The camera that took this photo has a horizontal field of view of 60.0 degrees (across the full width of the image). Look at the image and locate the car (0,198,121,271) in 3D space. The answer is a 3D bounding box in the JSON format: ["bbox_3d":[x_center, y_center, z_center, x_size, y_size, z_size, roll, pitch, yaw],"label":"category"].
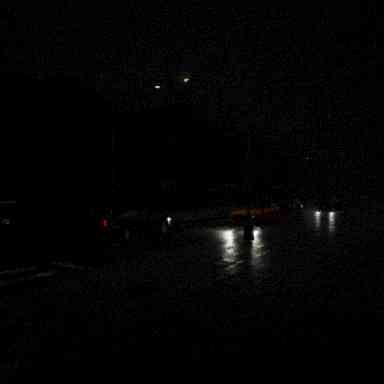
[{"bbox_3d":[-4.892,1.205,9.282,2.150,2.045,5.566,0,0,35],"label":"car"}]

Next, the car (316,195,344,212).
[{"bbox_3d":[15.990,1.440,38.861,1.837,1.490,4.892,0,-1,36],"label":"car"}]

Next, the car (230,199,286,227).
[{"bbox_3d":[4.361,1.425,22.417,1.882,1.535,5.008,0,0,35],"label":"car"}]

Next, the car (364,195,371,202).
[{"bbox_3d":[39.571,1.485,76.858,1.752,1.417,4.829,0,0,35],"label":"car"}]

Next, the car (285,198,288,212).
[{"bbox_3d":[6.980,1.522,30.551,1.802,1.307,4.206,0,0,35],"label":"car"}]

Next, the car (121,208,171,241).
[{"bbox_3d":[-2.826,1.516,16.618,2.008,1.369,4.403,0,0,35],"label":"car"}]

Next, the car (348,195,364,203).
[{"bbox_3d":[33.132,1.507,67.708,1.947,1.339,4.313,0,0,35],"label":"car"}]

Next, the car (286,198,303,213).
[{"bbox_3d":[10.249,1.377,35.196,1.967,1.590,4.097,0,0,35],"label":"car"}]

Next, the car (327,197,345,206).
[{"bbox_3d":[23.326,1.499,53.774,1.947,1.339,4.313,0,0,35],"label":"car"}]
